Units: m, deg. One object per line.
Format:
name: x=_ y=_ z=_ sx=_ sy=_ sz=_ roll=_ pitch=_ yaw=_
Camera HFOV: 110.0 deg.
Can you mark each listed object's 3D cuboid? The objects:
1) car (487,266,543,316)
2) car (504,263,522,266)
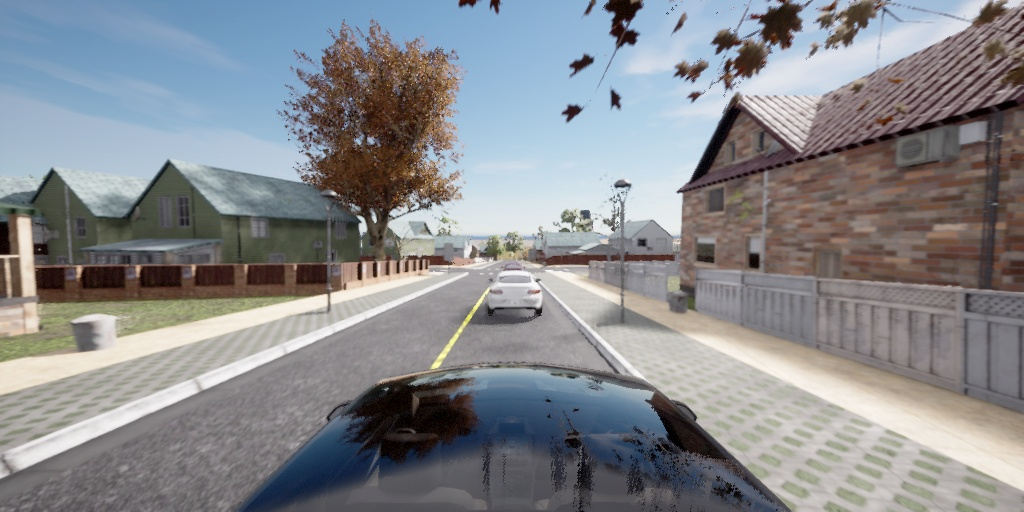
car: x=0.099 y=1.245 z=13.182 sx=1.812 sy=1.442 sz=4.674 roll=0 pitch=0 yaw=0
car: x=0.099 y=1.222 z=27.640 sx=1.812 sy=1.442 sz=4.674 roll=0 pitch=0 yaw=0
